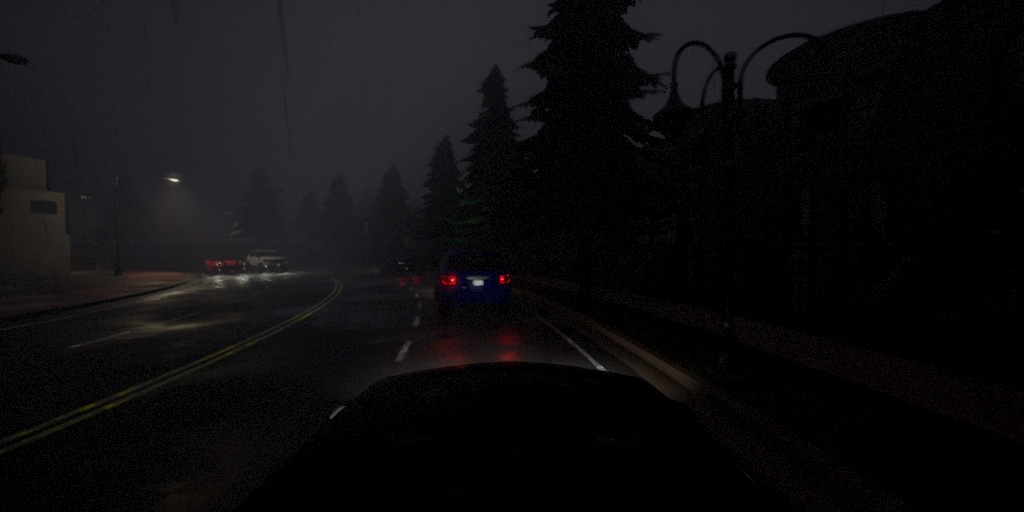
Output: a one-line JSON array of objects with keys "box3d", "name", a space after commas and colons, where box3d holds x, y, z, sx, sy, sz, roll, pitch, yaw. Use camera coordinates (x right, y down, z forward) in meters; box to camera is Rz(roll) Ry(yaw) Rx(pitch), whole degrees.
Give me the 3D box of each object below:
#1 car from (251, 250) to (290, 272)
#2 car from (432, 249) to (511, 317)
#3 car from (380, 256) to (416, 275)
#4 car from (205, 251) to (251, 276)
[{"box3d": [-23.379, 0.441, 34.270, 5.566, 2.045, 2.150, 1, 1, 38], "name": "car"}, {"box3d": [-1.543, 0.768, 12.505, 2.150, 2.045, 5.566, 0, 1, -13], "name": "car"}, {"box3d": [-9.542, 0.732, 29.784, 2.128, 1.511, 4.902, -1, 1, -35], "name": "car"}, {"box3d": [-24.155, 0.655, 30.237, 4.553, 1.767, 2.097, 1, 2, 40], "name": "car"}]
